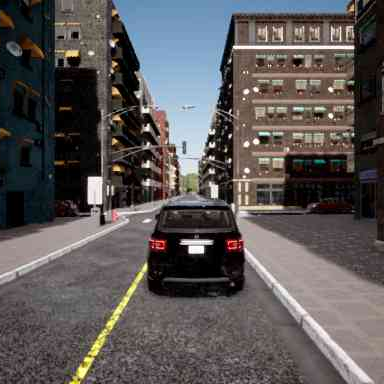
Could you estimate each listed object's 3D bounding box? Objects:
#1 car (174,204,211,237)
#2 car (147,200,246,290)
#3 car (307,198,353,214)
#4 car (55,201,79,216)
[{"bbox_3d":[-0.009,1.509,19.020,1.837,1.490,4.892,0,0,-1],"label":"car"},{"bbox_3d":[0.092,1.223,9.197,2.150,2.045,5.566,0,0,0],"label":"car"},{"bbox_3d":[13.549,1.320,33.005,4.097,1.590,1.967,-1,0,0],"label":"car"},{"bbox_3d":[-13.556,1.578,33.075,4.097,1.590,1.967,-1,0,0],"label":"car"}]
